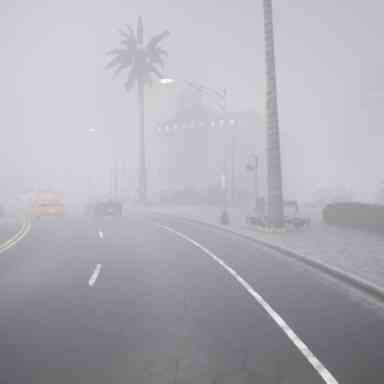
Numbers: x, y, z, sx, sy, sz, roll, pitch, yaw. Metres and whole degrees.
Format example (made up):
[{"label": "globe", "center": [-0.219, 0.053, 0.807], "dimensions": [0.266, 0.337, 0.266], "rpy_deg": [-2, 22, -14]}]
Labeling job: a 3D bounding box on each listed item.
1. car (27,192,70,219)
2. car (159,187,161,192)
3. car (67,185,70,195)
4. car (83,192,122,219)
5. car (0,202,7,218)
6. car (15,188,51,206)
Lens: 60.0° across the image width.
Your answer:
[{"label": "car", "center": [-10.605, 1.040, 24.348], "dimensions": [1.882, 1.535, 5.008], "rpy_deg": [0, 1, -31]}, {"label": "car", "center": [-5.594, 0.236, 66.101], "dimensions": [4.674, 1.452, 2.002], "rpy_deg": [1, 1, 29]}, {"label": "car", "center": [-25.770, 0.106, 64.100], "dimensions": [4.553, 1.767, 2.185], "rpy_deg": [1, 1, 29]}, {"label": "car", "center": [-6.669, 1.036, 24.548], "dimensions": [1.882, 1.535, 5.008], "rpy_deg": [-1, 1, -30]}, {"label": "car", "center": [-14.975, 1.109, 24.395], "dimensions": [2.033, 1.411, 5.357], "rpy_deg": [-1, 1, -36]}, {"label": "car", "center": [-17.907, 0.547, 37.679], "dimensions": [5.566, 2.045, 2.150], "rpy_deg": [1, 1, 40]}]
